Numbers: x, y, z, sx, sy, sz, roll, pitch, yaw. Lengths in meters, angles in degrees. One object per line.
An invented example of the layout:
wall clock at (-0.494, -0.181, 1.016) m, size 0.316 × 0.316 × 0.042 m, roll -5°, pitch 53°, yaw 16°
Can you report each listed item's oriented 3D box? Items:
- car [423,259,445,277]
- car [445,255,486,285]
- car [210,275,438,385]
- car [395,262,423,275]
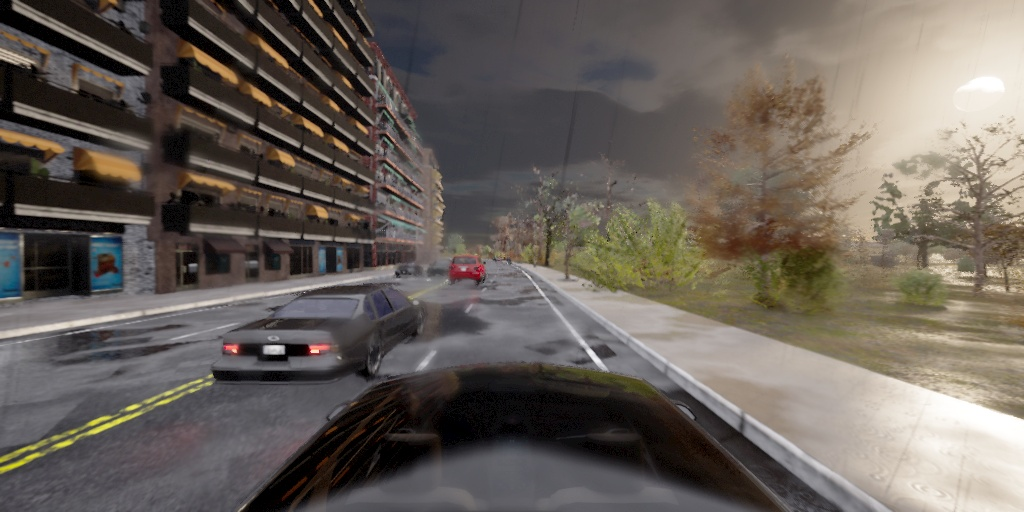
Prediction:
car at (-6.640, 1.101, 33.959) m, size 2.097 × 1.767 × 4.553 m, roll 0°, pitch 0°, yaw 0°
car at (-3.157, 0.970, 26.166) m, size 2.150 × 2.045 × 5.566 m, roll 0°, pitch 0°, yaw 0°
car at (-3.166, 1.297, 7.296) m, size 2.033 × 1.411 × 5.357 m, roll 0°, pitch 0°, yaw 0°
car at (-9.893, 1.314, 34.862) m, size 1.994 × 1.385 × 4.181 m, roll 0°, pitch 0°, yaw -1°
